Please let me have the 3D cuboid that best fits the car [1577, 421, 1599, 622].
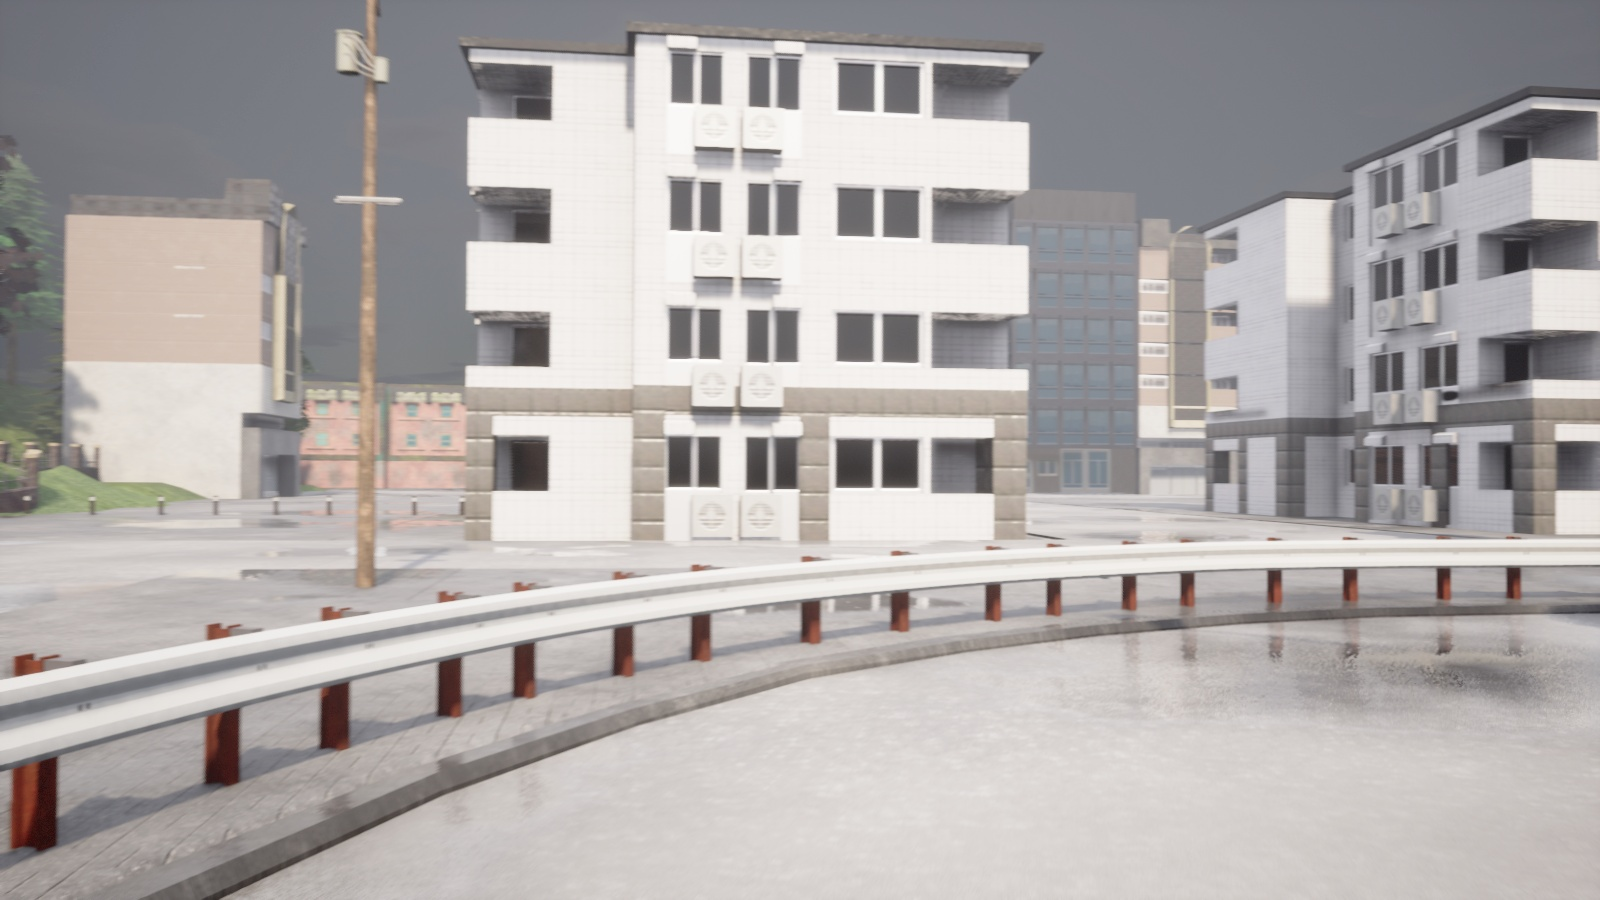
[{"bbox_3d":[10.989,0.712,12.382,5.566,2.045,2.150,0,-1,-8],"label":"car"}]
